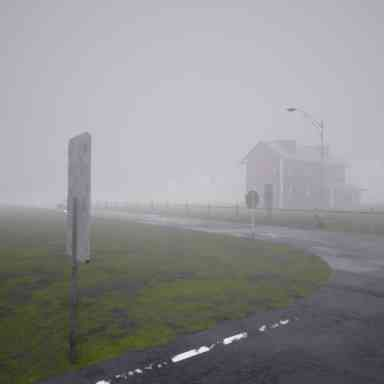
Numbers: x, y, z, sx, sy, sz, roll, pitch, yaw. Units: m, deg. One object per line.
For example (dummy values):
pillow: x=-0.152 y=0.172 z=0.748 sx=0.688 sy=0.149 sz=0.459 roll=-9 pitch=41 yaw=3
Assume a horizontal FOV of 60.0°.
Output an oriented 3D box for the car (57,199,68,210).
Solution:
car: x=-18.731 y=1.783 z=49.917 sx=2.097 sy=1.767 sz=4.553 roll=1 pitch=-1 yaw=-36
